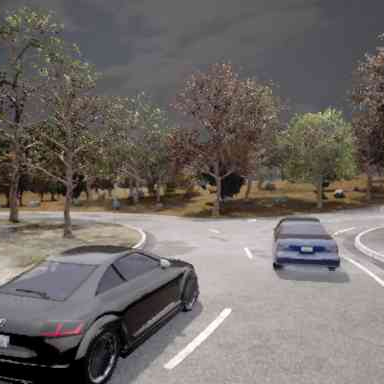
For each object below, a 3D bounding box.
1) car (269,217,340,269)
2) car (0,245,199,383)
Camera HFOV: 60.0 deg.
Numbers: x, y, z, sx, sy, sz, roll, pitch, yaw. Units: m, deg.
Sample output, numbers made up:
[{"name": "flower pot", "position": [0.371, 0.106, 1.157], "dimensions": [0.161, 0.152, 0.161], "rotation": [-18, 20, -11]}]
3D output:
[{"name": "car", "position": [3.644, 1.565, 11.242], "dimensions": [2.033, 1.411, 5.357], "rotation": [0, 0, 14]}, {"name": "car", "position": [-1.384, 1.574, 5.481], "dimensions": [1.994, 1.385, 4.181], "rotation": [0, 0, 21]}]
